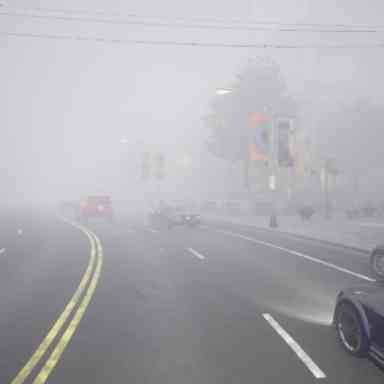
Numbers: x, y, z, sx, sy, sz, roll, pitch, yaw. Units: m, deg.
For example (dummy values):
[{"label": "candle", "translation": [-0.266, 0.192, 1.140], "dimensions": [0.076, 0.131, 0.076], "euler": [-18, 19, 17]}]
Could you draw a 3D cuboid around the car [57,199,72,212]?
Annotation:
[{"label": "car", "translation": [-14.779, 1.533, 39.348], "dimensions": [1.882, 1.535, 5.008], "euler": [0, 0, -29]}]

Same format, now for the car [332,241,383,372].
[{"label": "car", "translation": [3.202, 1.547, 3.383], "dimensions": [1.994, 1.385, 4.181], "euler": [0, 0, -4]}]

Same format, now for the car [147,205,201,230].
[{"label": "car", "translation": [-1.276, 1.545, 21.365], "dimensions": [2.033, 1.411, 5.357], "euler": [0, 0, -25]}]

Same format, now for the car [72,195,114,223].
[{"label": "car", "translation": [-7.858, 1.251, 26.562], "dimensions": [2.150, 2.045, 5.566], "euler": [0, 0, -28]}]
